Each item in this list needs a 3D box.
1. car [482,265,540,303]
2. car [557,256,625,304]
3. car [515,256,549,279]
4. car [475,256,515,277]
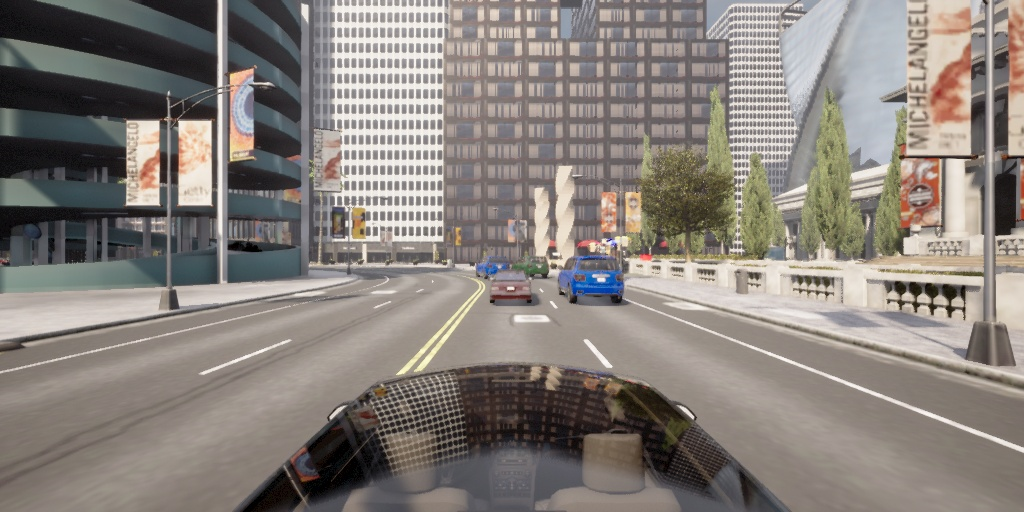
[{"bbox_3d":[-0.053,1.313,16.501,2.033,1.411,5.357,0,0,0],"label":"car"},{"bbox_3d":[3.447,1.008,16.534,2.150,2.045,5.566,0,0,0],"label":"car"},{"bbox_3d":[1.574,1.008,32.874,2.150,2.045,5.566,0,0,-17],"label":"car"},{"bbox_3d":[-1.779,1.008,31.870,2.150,2.045,5.566,0,0,-17],"label":"car"}]
